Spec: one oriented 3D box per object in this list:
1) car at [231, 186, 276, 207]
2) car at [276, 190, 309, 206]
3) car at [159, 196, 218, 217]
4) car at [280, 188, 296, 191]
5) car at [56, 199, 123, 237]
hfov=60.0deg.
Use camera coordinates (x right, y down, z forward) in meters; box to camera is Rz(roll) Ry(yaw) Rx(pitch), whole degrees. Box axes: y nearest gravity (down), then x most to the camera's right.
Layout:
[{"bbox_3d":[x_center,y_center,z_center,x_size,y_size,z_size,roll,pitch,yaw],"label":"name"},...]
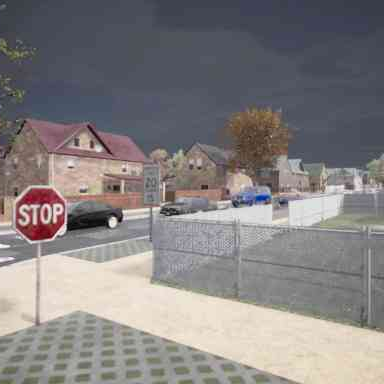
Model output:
[{"bbox_3d":[5.984,0.441,33.025,2.150,2.045,5.566,1,2,36],"label":"car"},{"bbox_3d":[10.658,0.770,34.542,1.895,1.301,4.718,1,2,35],"label":"car"},{"bbox_3d":[-0.075,1.012,24.522,2.033,1.411,5.357,1,2,35],"label":"car"},{"bbox_3d":[11.741,0.342,41.071,2.097,1.767,4.553,1,2,36],"label":"car"},{"bbox_3d":[-5.677,1.172,16.582,1.882,1.535,5.008,1,2,34],"label":"car"}]
